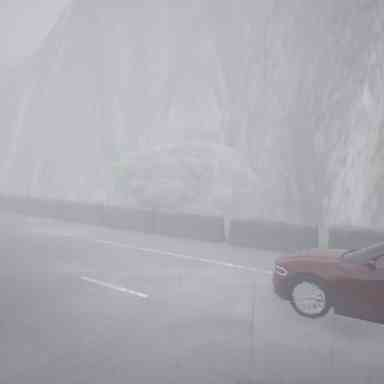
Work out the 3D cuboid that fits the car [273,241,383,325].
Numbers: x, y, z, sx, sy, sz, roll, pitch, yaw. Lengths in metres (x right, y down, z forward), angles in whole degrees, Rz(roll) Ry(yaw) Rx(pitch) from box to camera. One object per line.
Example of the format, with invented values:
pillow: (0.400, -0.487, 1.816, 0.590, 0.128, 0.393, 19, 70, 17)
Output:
car: (3.866, 1.479, 5.534, 5.008, 1.535, 1.882, 2, 1, 35)
